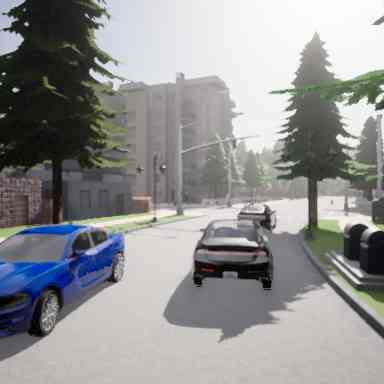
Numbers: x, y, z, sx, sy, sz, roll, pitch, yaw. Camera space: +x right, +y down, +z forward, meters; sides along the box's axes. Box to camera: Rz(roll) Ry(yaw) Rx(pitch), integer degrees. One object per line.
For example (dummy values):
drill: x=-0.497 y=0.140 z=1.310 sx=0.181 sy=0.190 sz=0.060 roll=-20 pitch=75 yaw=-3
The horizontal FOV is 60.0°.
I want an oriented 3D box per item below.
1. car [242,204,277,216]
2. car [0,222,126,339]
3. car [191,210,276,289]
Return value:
car: x=3.890 y=1.468 z=19.719 sx=2.128 sy=1.511 sz=4.902 roll=0 pitch=0 yaw=20
car: x=-2.928 y=1.468 z=6.942 sx=1.882 sy=1.535 sz=5.008 roll=0 pitch=0 yaw=8
car: x=1.180 y=1.481 z=9.223 sx=2.128 sy=1.511 sz=4.902 roll=0 pitch=0 yaw=9
